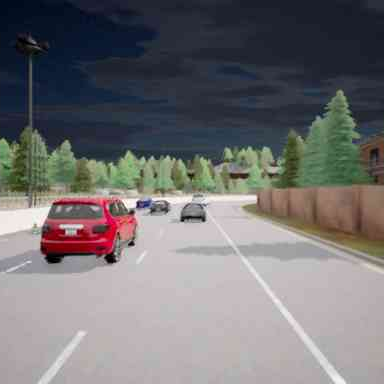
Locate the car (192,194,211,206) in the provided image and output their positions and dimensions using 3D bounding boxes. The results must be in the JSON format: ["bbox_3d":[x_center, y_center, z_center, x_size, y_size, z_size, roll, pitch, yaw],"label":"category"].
[{"bbox_3d":[1.466,1.271,51.409,2.150,2.045,5.566,-1,0,12],"label":"car"}]

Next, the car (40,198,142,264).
[{"bbox_3d":[-3.405,1.232,12.036,2.150,2.045,5.566,0,0,0],"label":"car"}]

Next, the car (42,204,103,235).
[{"bbox_3d":[-6.902,1.524,19.830,1.837,1.490,4.892,0,0,0],"label":"car"}]

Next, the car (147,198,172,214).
[{"bbox_3d":[-3.302,1.560,35.688,1.812,1.442,4.674,0,0,2],"label":"car"}]

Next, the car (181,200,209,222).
[{"bbox_3d":[0.099,1.590,27.037,1.994,1.385,4.181,0,0,0],"label":"car"}]

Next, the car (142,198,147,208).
[{"bbox_3d":[-6.207,1.521,45.598,1.882,1.535,5.008,-1,0,7],"label":"car"}]
